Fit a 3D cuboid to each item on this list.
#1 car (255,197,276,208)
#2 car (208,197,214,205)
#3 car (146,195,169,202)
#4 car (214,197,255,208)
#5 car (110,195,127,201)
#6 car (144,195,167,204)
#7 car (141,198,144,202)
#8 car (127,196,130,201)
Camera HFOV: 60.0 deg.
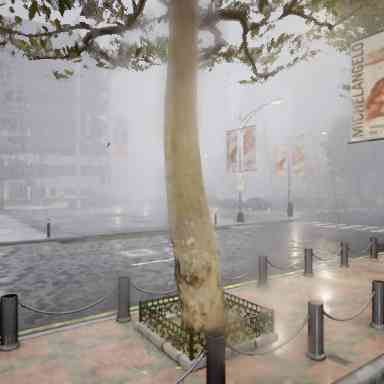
[{"bbox_3d":[9.825,1.505,48.023,1.837,1.490,4.892,0,0,-36],"label":"car"},{"bbox_3d":[4.178,1.547,55.966,2.033,1.411,5.357,0,0,-36],"label":"car"},{"bbox_3d":[-7.932,1.525,77.283,4.902,1.511,2.128,0,0,26],"label":"car"},{"bbox_3d":[5.980,1.547,47.423,2.033,1.411,5.357,0,0,-35],"label":"car"},{"bbox_3d":[-18.488,1.427,77.735,5.008,1.535,1.882,0,0,12],"label":"car"},{"bbox_3d":[-6.310,1.505,62.950,4.892,1.490,1.837,0,0,42],"label":"car"},{"bbox_3d":[-8.956,1.478,73.872,5.008,1.535,1.882,0,0,30],"label":"car"},{"bbox_3d":[-17.525,1.440,81.099,4.892,1.490,1.837,0,0,12],"label":"car"}]
